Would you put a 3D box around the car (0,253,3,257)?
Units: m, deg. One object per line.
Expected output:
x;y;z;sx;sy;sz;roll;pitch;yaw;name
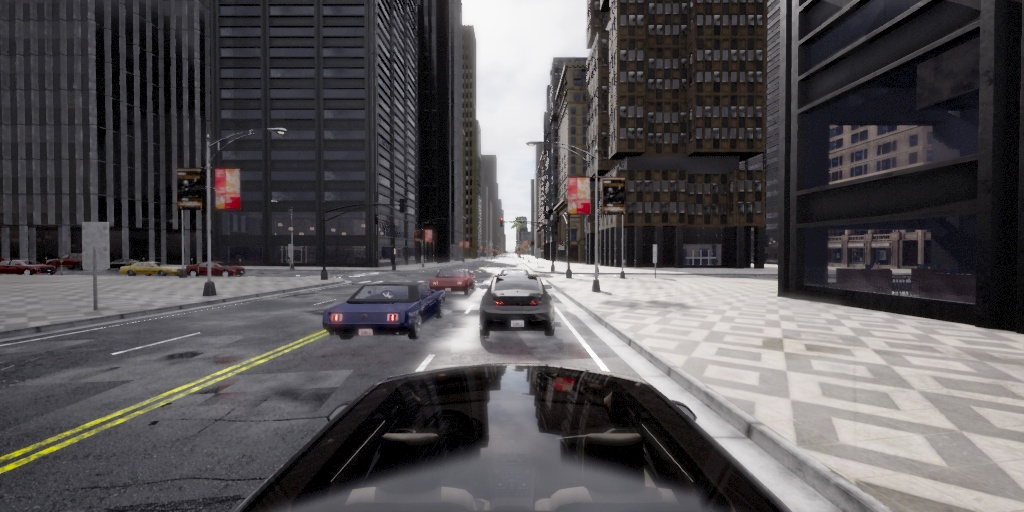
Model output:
-48.461;0.727;31.406;5.009;1.841;2.192;0;0;0;car

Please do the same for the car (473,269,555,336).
0.123;1.252;10.362;1.837;1.490;4.892;0;0;0;car

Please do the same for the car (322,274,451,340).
-3.129;1.349;9.921;1.895;1.301;4.718;0;0;0;car

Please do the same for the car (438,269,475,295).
-3.106;1.343;19.651;1.895;1.301;4.718;0;0;0;car

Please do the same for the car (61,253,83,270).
-48.487;0.624;39.931;5.009;1.841;2.192;0;0;0;car

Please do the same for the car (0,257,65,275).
-42.836;1.007;31.425;4.507;1.381;1.888;0;0;0;car

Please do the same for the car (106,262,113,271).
-42.863;0.926;39.950;4.313;1.339;1.948;0;0;0;car

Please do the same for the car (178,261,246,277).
-25.962;1.149;31.482;4.507;1.381;1.888;0;0;0;car

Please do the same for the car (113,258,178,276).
-31.417;1.084;31.464;4.829;1.417;1.751;0;0;0;car
